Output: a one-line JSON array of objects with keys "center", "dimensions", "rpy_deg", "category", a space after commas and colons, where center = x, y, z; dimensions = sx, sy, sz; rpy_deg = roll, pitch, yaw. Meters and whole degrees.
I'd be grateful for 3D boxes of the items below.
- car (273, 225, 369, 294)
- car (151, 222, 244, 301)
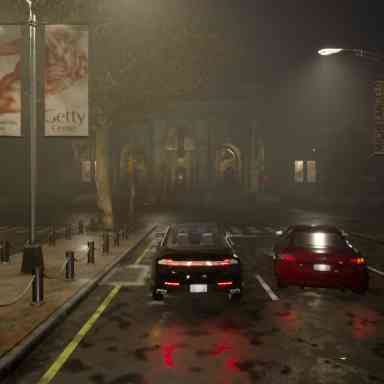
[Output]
[{"center": [3.252, 1.564, 8.967], "dimensions": [1.994, 1.385, 4.181], "rpy_deg": [0, 0, 14], "category": "car"}, {"center": [0.080, 1.491, 8.316], "dimensions": [2.128, 1.511, 4.902], "rpy_deg": [0, 0, -1], "category": "car"}]
